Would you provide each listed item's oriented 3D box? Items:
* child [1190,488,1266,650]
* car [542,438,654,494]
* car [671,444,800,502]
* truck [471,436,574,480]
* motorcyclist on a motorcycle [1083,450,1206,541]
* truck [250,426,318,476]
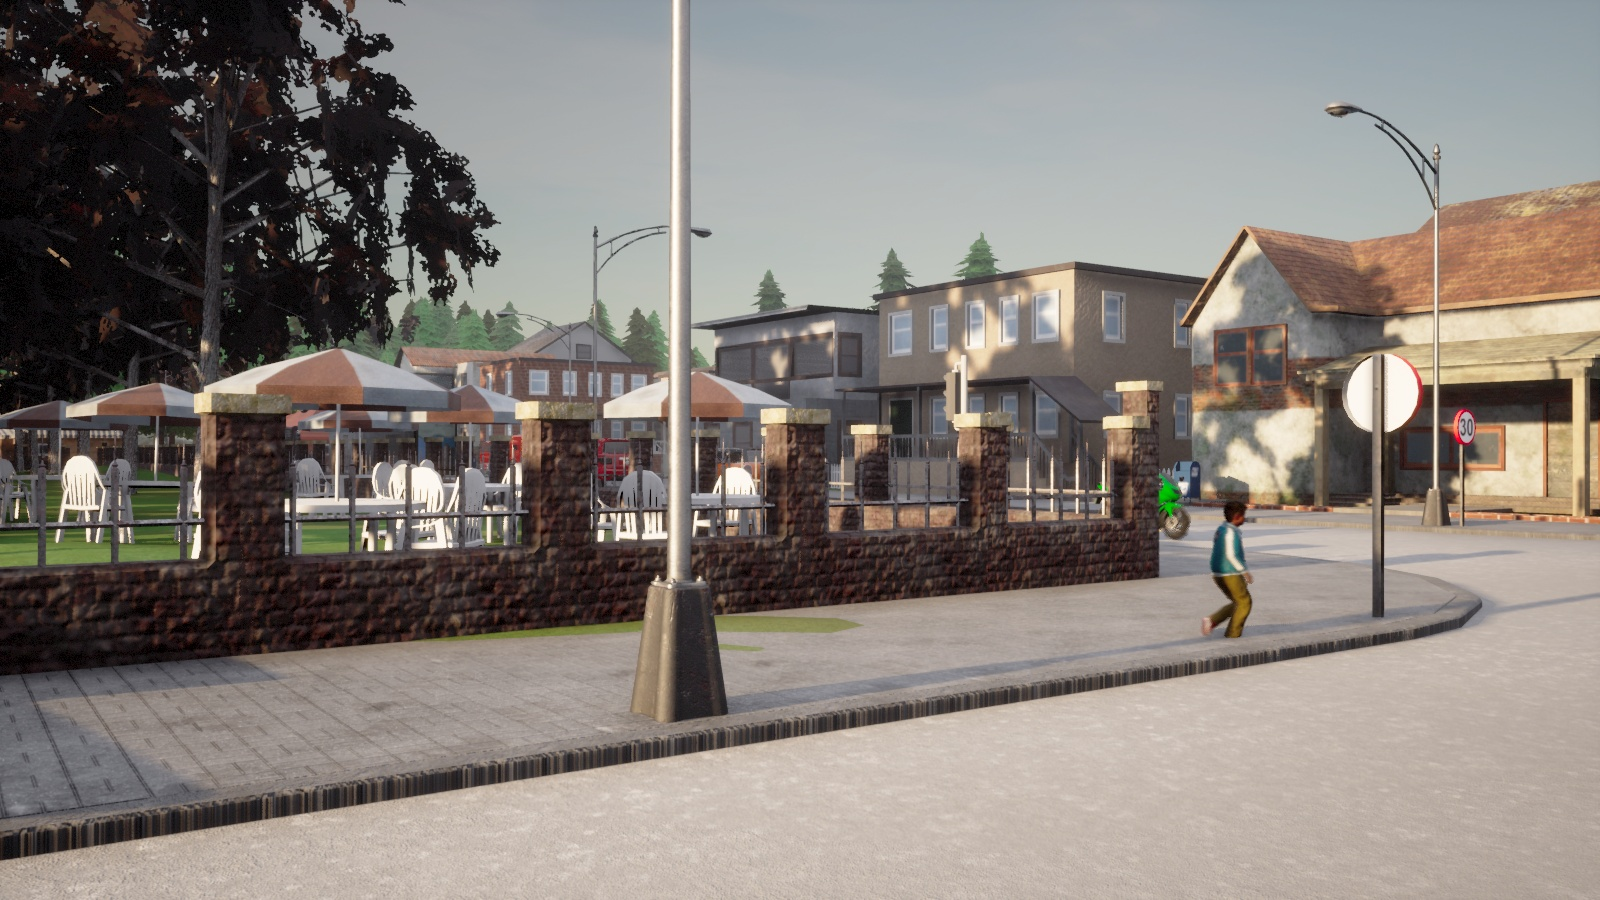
[{"bbox_3d":[3.239,0.892,9.513,0.448,1.192,0.343,0,0,-4],"label":"child"},{"bbox_3d":[-7.976,0.601,49.126,2.150,2.045,5.566,0,0,-35],"label":"car"},{"bbox_3d":[-2.155,0.708,40.806,2.097,1.767,4.553,0,0,-35],"label":"car"},{"bbox_3d":[-16.052,0.469,72.761,2.627,2.467,5.204,-1,-1,45],"label":"truck"},{"bbox_3d":[6.036,0.768,22.122,0.797,1.523,2.044,0,0,-35],"label":"motorcyclist on a motorcycle"},{"bbox_3d":[-37.730,0.067,91.665,2.891,3.462,7.936,0,0,-35],"label":"truck"}]
